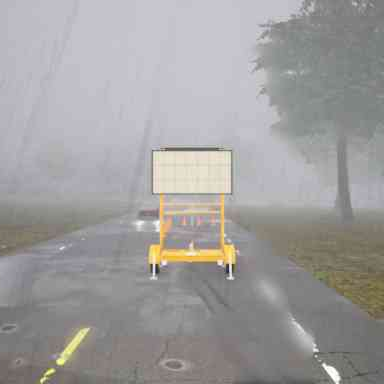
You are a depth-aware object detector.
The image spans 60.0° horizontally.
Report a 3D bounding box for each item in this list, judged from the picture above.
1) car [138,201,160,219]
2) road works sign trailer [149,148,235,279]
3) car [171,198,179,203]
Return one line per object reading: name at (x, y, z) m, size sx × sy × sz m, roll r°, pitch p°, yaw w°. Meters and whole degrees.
car at (-3.687, 1.581, 30.141) m, size 1.882 × 1.535 × 5.008 m, roll 0°, pitch 0°, yaw 0°
road works sign trailer at (0.002, 0.478, 10.019) m, size 2.380 × 3.560 × 2.880 m, roll 0°, pitch 0°, yaw 0°
car at (-4.328, 2.331, 85.252) m, size 1.812 × 1.442 × 4.674 m, roll 0°, pitch -1°, yaw -1°
